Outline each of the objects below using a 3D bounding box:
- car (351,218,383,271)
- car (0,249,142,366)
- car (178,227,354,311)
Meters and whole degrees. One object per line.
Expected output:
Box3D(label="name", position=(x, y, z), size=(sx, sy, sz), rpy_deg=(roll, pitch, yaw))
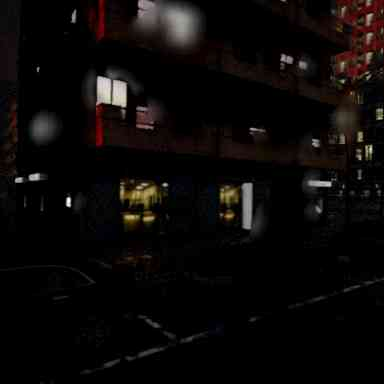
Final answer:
Box3D(label="car", position=(6.188, 1.556, 10.914), size=(4.313, 1.339, 1.947), rpy_deg=(0, 1, -35))
Box3D(label="car", position=(-2.834, 1.551, 4.480), size=(4.403, 1.369, 2.008), rpy_deg=(0, 1, -35))
Box3D(label="car", position=(1.678, 1.577, 7.697), size=(4.206, 1.307, 1.802), rpy_deg=(0, 1, -35))
